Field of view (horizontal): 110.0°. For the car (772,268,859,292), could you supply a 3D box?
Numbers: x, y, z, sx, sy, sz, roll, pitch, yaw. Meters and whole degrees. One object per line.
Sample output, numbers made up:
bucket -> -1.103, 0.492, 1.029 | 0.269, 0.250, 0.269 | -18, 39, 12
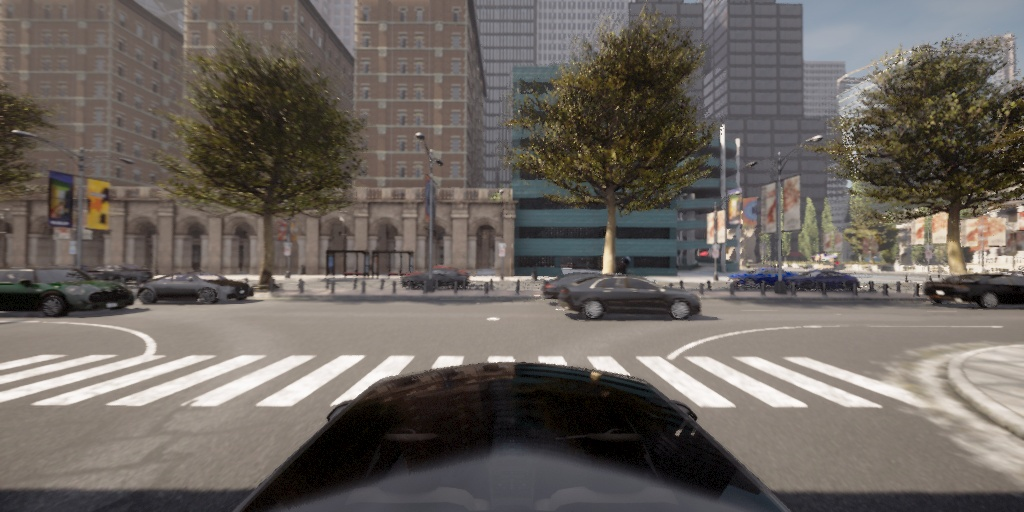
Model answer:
car -> 20.927, 1.682, 24.491 | 4.674, 1.442, 1.812 | 0, -1, 0

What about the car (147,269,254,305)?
car -> -14.267, 1.426, 16.318 | 4.181, 1.385, 1.994 | 0, -1, 0

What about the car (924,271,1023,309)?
car -> 21.944, 1.534, 16.308 | 5.008, 1.535, 1.882 | 0, -1, 0

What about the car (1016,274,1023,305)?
car -> 21.853, 1.516, 12.813 | 4.892, 1.490, 1.837 | 0, -1, 0

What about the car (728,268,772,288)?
car -> 19.580, 1.673, 28.003 | 5.008, 1.535, 1.882 | 0, -1, 0

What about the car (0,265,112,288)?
car -> -31.021, 1.371, 24.523 | 4.902, 1.511, 2.128 | 0, -1, 0

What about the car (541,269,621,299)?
car -> 3.669, 1.484, 16.313 | 4.674, 1.442, 1.812 | 0, -1, 0

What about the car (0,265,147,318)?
car -> -16.517, 1.157, 12.822 | 4.553, 1.767, 2.097 | 0, -1, 0

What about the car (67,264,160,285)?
car -> -31.019, 1.416, 28.023 | 4.902, 1.511, 2.128 | 0, -1, 0

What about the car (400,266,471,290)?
car -> -5.237, 1.543, 24.501 | 4.674, 1.442, 1.812 | 0, -1, 0

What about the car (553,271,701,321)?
car -> 4.104, 1.420, 12.811 | 4.892, 1.490, 1.837 | 0, -1, 0
